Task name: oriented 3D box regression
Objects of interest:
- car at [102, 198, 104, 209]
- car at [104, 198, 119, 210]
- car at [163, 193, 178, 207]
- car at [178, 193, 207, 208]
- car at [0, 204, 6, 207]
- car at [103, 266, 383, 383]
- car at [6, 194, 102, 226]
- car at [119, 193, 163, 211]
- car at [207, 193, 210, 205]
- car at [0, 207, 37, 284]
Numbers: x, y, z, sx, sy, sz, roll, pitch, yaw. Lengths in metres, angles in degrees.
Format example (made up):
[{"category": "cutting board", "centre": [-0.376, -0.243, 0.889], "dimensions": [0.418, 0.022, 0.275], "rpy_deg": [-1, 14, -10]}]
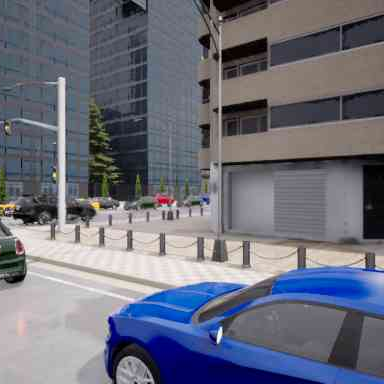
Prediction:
[{"category": "car", "centre": [-11.465, 1.422, 32.645], "dimensions": [1.882, 1.535, 5.008], "rpy_deg": [0, 0, 36]}, {"category": "car", "centre": [-10.807, 1.436, 39.524], "dimensions": [2.128, 1.511, 4.902], "rpy_deg": [0, 0, 36]}, {"category": "car", "centre": [-4.896, 1.166, 47.689], "dimensions": [2.150, 2.045, 5.566], "rpy_deg": [0, 0, 35]}, {"category": "car", "centre": [-0.288, 1.296, 48.073], "dimensions": [2.097, 1.767, 4.553], "rpy_deg": [0, 0, 36]}, {"category": "car", "centre": [-16.321, 1.422, 31.915], "dimensions": [1.882, 1.535, 5.008], "rpy_deg": [0, 0, 36]}, {"category": "car", "centre": [1.287, 1.478, 3.073], "dimensions": [5.008, 1.535, 1.882], "rpy_deg": [0, 0, 36]}, {"category": "car", "centre": [-9.402, 1.166, 23.212], "dimensions": [2.150, 2.045, 5.566], "rpy_deg": [0, 0, 36]}, {"category": "car", "centre": [-6.095, 1.296, 40.064], "dimensions": [2.097, 1.767, 4.553], "rpy_deg": [0, 0, 36]}, {"category": "car", "centre": [1.127, 1.166, 55.958], "dimensions": [2.150, 2.045, 5.566], "rpy_deg": [0, 0, 36]}, {"category": "car", "centre": [-6.209, 1.352, 8.413], "dimensions": [4.553, 1.767, 2.097], "rpy_deg": [0, 0, 36]}]
